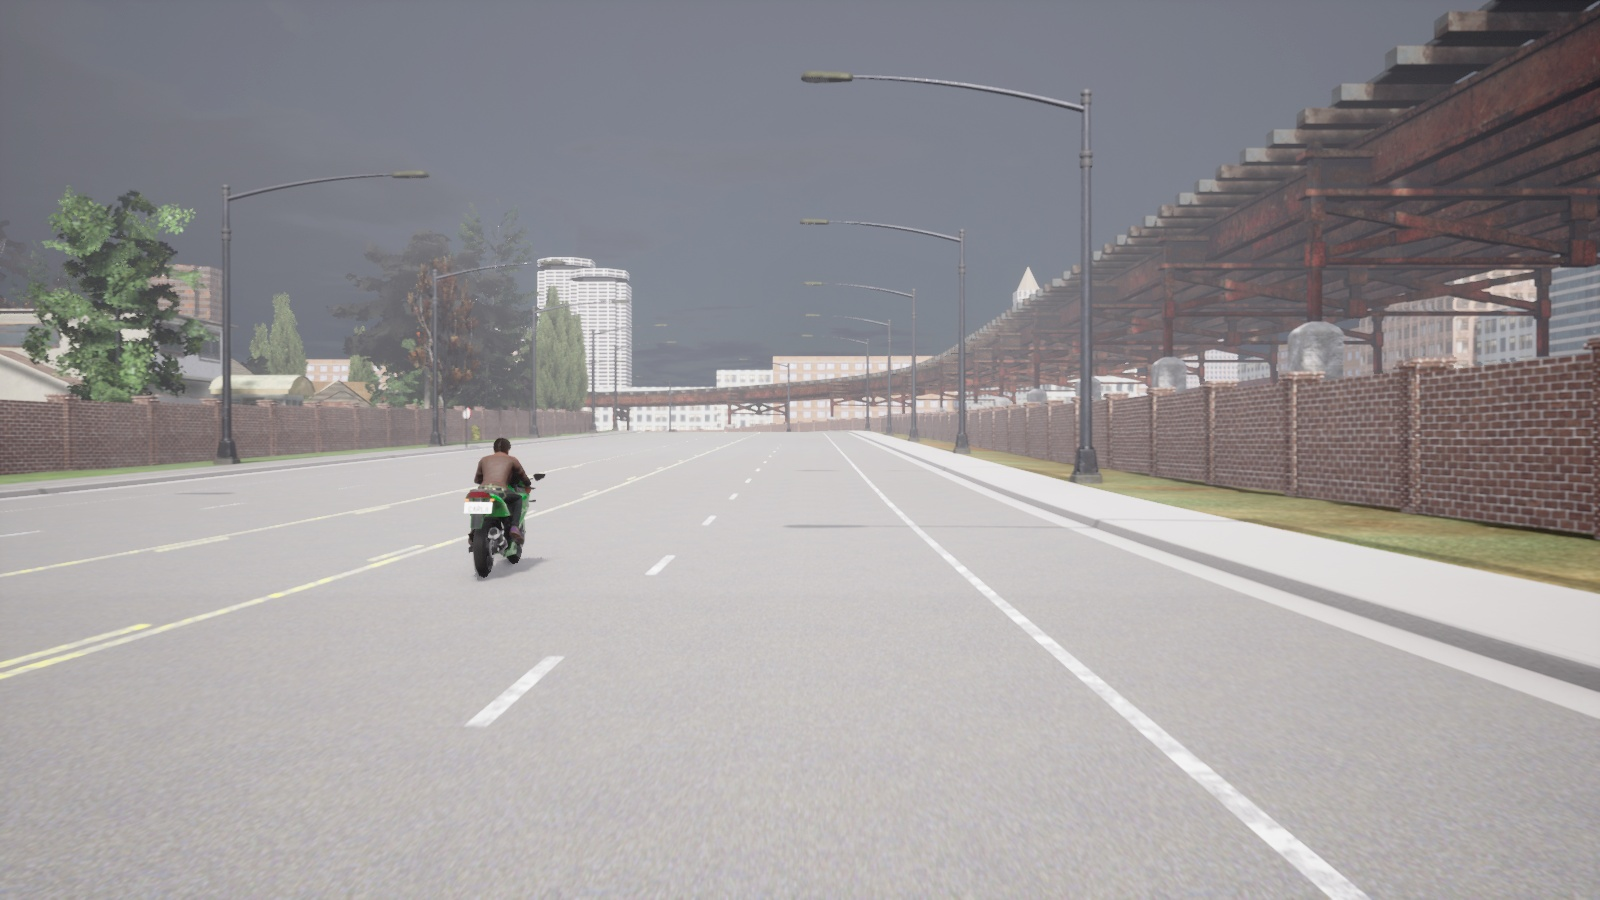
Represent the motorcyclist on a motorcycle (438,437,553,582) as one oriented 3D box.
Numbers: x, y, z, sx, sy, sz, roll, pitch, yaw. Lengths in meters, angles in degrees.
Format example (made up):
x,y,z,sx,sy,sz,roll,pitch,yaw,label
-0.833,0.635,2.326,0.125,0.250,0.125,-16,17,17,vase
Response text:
x,y,z,sx,sy,sz,roll,pitch,yaw,label
-3.401,0.613,14.240,0.797,1.523,2.044,0,1,0,motorcyclist on a motorcycle
